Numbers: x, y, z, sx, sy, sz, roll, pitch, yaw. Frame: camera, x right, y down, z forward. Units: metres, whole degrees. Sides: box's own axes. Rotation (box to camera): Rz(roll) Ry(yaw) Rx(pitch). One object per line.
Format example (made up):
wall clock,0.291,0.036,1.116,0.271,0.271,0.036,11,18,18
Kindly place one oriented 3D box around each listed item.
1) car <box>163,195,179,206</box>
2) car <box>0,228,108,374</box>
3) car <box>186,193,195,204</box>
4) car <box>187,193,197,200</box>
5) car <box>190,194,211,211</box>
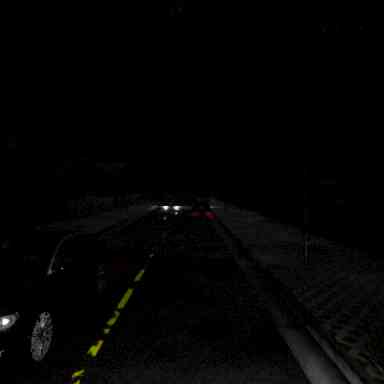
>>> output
car,-2.840,1.173,46.048,1.812,1.442,4.674,0,1,0
car,-2.850,1.453,5.805,2.128,1.511,4.902,0,0,0
car,-0.004,1.132,53.587,2.033,1.411,5.357,0,0,0
car,-0.006,0.889,73.680,2.128,1.511,4.902,0,0,0
car,0.960,1.262,35.661,1.812,1.442,4.674,0,0,0
